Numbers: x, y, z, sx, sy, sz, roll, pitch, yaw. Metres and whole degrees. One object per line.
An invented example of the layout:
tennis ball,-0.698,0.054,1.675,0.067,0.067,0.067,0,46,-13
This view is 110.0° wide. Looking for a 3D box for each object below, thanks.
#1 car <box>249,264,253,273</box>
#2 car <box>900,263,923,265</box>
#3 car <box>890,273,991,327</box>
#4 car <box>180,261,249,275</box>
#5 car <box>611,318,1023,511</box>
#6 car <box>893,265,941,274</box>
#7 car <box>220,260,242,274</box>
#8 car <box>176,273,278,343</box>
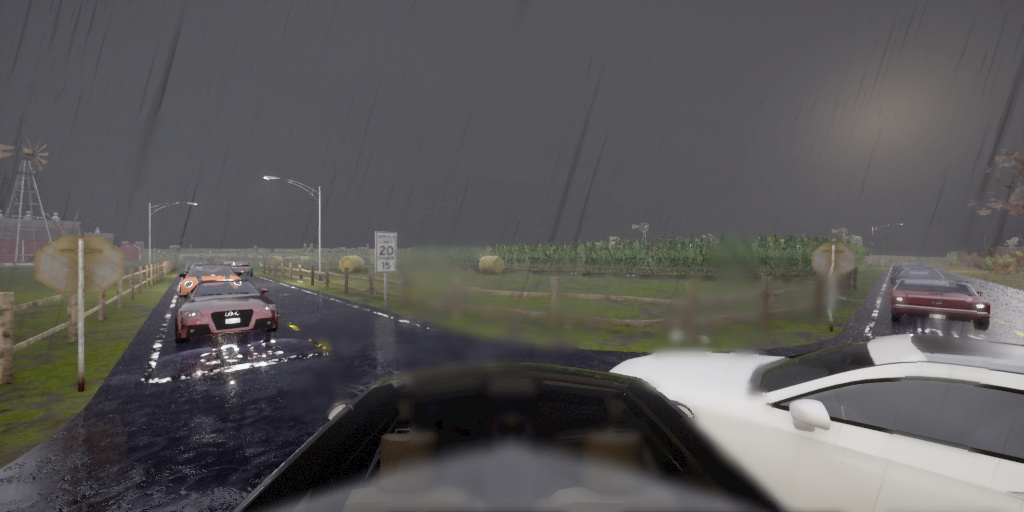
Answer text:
car,-27.070,1.284,35.631,2.128,1.511,4.902,0,0,-42
car,27.290,1.403,24.346,4.181,1.385,1.994,0,1,-43
car,13.490,1.399,11.494,4.718,1.301,1.895,0,1,-43
car,-13.757,1.141,16.435,2.097,1.767,4.553,0,0,-42
car,2.833,1.294,2.405,1.812,1.442,4.674,0,1,-44
car,20.551,1.365,18.075,5.357,1.411,2.033,0,1,-43
car,-33.809,1.306,43.072,1.837,1.490,4.892,0,0,-42
car,-7.965,1.355,9.966,1.994,1.385,4.181,0,0,-43
